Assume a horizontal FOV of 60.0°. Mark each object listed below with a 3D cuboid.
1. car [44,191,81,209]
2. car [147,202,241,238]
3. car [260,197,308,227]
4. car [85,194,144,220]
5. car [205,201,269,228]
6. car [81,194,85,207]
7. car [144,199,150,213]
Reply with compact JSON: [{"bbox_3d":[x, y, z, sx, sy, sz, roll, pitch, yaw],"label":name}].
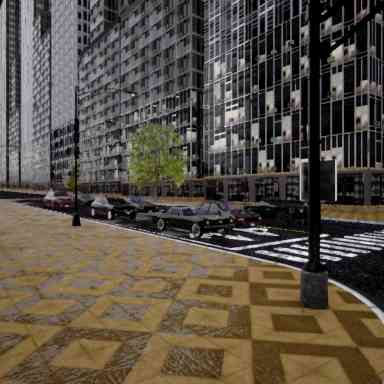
[{"bbox_3d":[-13.290,0.730,33.449,2.097,1.767,4.553,0,1,-38],"label":"car"},{"bbox_3d":[-0.065,1.372,16.587,1.895,1.301,4.718,0,1,-38],"label":"car"},{"bbox_3d":[5.026,1.110,20.953,2.097,1.767,4.553,0,1,-38],"label":"car"},{"bbox_3d":[-5.653,1.110,23.698,1.837,1.490,4.892,0,1,-38],"label":"car"},{"bbox_3d":[1.659,1.289,19.706,2.033,1.411,5.357,0,1,-36],"label":"car"},{"bbox_3d":[-11.926,0.885,36.982,2.033,1.411,5.357,0,1,-38],"label":"car"},{"bbox_3d":[-4.813,1.098,27.898,2.033,1.411,5.357,0,1,-37],"label":"car"}]
